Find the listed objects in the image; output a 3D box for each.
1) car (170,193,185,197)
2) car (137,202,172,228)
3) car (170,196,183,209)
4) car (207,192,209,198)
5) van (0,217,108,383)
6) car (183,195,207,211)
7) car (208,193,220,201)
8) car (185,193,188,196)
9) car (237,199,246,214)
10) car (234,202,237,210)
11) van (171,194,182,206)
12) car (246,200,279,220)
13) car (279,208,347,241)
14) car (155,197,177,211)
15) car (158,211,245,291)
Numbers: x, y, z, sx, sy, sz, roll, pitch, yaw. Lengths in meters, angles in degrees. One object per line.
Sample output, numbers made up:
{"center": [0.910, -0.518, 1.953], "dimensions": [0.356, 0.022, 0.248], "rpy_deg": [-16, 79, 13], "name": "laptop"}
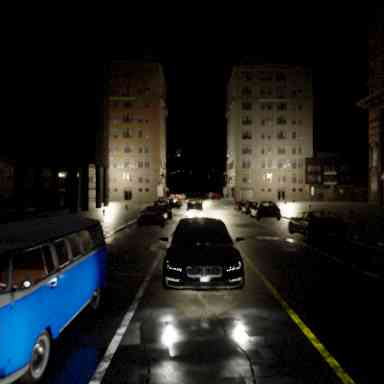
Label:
{"center": [-2.556, 1.284, 50.162], "dimensions": [2.192, 1.841, 5.009], "rpy_deg": [0, 0, 0], "name": "car"}
{"center": [-2.525, 1.579, 21.962], "dimensions": [1.802, 1.307, 4.206], "rpy_deg": [0, 0, 0], "name": "car"}
{"center": [-2.550, 1.540, 44.522], "dimensions": [1.947, 1.339, 4.313], "rpy_deg": [0, 0, 0], "name": "car"}
{"center": [5.922, 1.377, 94.115], "dimensions": [1.887, 1.381, 4.507], "rpy_deg": [0, 0, 0], "name": "car"}
{"center": [-2.507, 1.344, 5.043], "dimensions": [1.690, 1.788, 3.998], "rpy_deg": [0, 0, 0], "name": "van"}
{"center": [0.314, 1.472, 38.551], "dimensions": [2.128, 1.511, 4.902], "rpy_deg": [0, 0, 0], "name": "car"}
{"center": [5.935, 1.188, 82.801], "dimensions": [2.192, 1.841, 5.009], "rpy_deg": [0, 0, 0], "name": "car"}
{"center": [-2.591, 1.399, 82.650], "dimensions": [1.752, 1.417, 4.829], "rpy_deg": [0, 0, 0], "name": "car"}
{"center": [5.988, 1.568, 33.228], "dimensions": [1.802, 1.307, 4.206], "rpy_deg": [0, 0, 0], "name": "car"}
{"center": [5.982, 1.525, 38.867], "dimensions": [1.887, 1.381, 4.507], "rpy_deg": [0, 0, 0], "name": "car"}
{"center": [-2.563, 1.302, 55.804], "dimensions": [1.690, 1.788, 3.998], "rpy_deg": [0, 0, 0], "name": "van"}
{"center": [5.995, 1.432, 27.588], "dimensions": [1.967, 1.590, 4.097], "rpy_deg": [0, 0, 0], "name": "car"}
{"center": [6.007, 1.551, 16.310], "dimensions": [2.008, 1.369, 4.403], "rpy_deg": [0, 0, 0], "name": "car"}
{"center": [-2.531, 1.432, 27.603], "dimensions": [1.967, 1.590, 4.097], "rpy_deg": [0, 0, 0], "name": "car"}
{"center": [0.249, 1.506, 9.167], "dimensions": [1.837, 1.490, 4.892], "rpy_deg": [0, 0, 0], "name": "car"}
